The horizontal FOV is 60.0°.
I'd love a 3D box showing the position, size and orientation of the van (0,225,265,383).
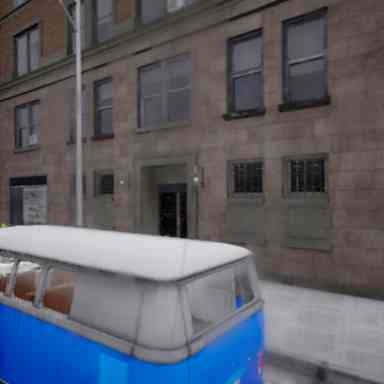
[{"bbox_3d":[-1.196,1.342,3.713,3.998,1.788,1.690,0,-1,36],"label":"van"}]
